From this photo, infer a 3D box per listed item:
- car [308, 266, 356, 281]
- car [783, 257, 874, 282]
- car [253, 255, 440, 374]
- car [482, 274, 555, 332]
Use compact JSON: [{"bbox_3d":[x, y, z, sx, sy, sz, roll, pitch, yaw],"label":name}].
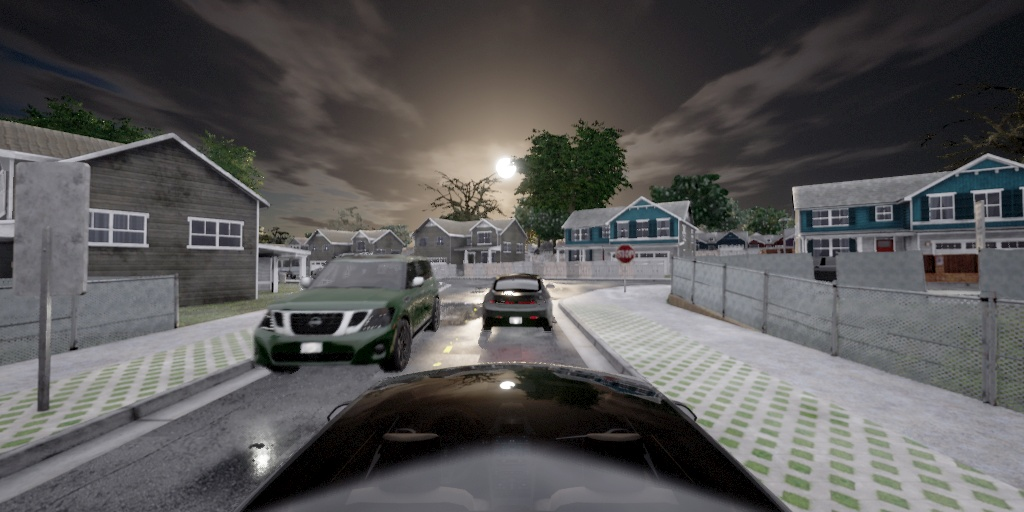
[{"bbox_3d":[-19.011,1.814,37.802,4.902,1.511,2.128,-2,-2,30],"label":"car"},{"bbox_3d":[15.706,0.798,18.529,4.892,1.490,1.837,-2,-2,35],"label":"car"},{"bbox_3d":[-3.009,0.983,7.962,2.150,2.045,5.566,0,0,-2],"label":"car"},{"bbox_3d":[0.233,1.273,10.946,1.837,1.490,4.892,0,0,3],"label":"car"}]
